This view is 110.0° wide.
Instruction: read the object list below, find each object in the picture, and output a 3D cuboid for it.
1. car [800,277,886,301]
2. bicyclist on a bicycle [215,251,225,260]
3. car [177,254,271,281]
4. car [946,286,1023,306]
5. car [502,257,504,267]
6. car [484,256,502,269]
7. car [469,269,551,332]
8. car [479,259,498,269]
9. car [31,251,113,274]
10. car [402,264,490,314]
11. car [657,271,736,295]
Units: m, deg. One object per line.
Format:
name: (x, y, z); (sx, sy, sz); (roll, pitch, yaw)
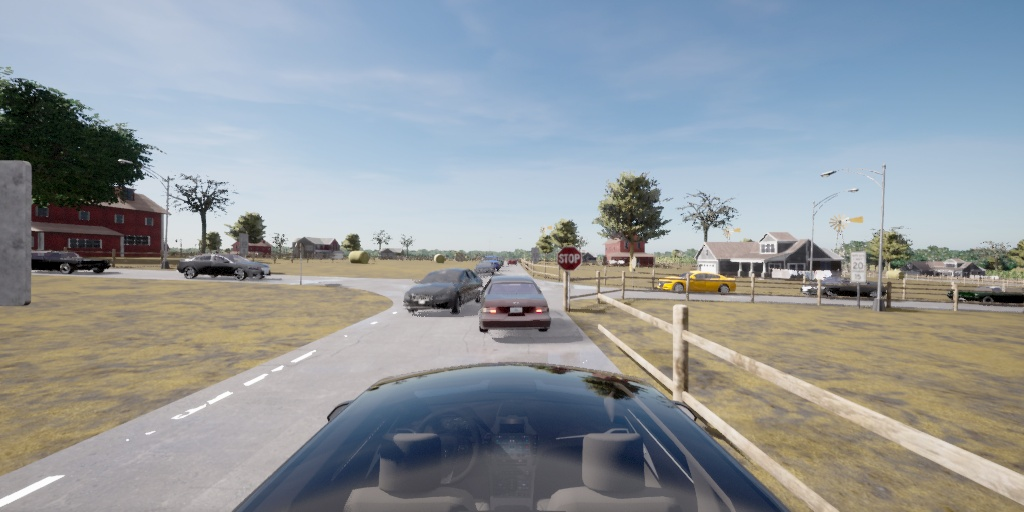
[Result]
car: (22.590, 2.184, 24.600); (4.902, 1.511, 2.128); (2, 0, 0)
bicyclist on a bicycle: (-22.604, 0.406, 27.605); (0.582, 1.620, 1.656); (2, 0, 0)
car: (-17.245, 0.630, 21.623); (4.902, 1.511, 2.128); (2, 0, 0)
car: (33.061, 2.721, 24.600); (4.718, 1.301, 1.895); (2, 0, 0)
car: (-2.803, 1.134, 58.374); (2.097, 1.767, 4.553); (0, 0, 0)
car: (-2.813, 0.991, 48.314); (2.150, 2.045, 5.566); (0, 0, 0)
car: (-0.029, 1.299, 10.822); (2.033, 1.411, 5.357); (0, 0, -3)
car: (-2.831, 1.289, 38.351); (1.812, 1.442, 4.674); (0, 0, 0)
car: (-27.349, 0.366, 21.619); (4.718, 1.301, 1.895); (2, 0, 0)
car: (-2.481, 1.257, 13.964); (1.837, 1.490, 4.892); (-2, -1, 11)
car: (12.573, 1.771, 24.540); (5.008, 1.535, 1.882); (2, 0, -2)
